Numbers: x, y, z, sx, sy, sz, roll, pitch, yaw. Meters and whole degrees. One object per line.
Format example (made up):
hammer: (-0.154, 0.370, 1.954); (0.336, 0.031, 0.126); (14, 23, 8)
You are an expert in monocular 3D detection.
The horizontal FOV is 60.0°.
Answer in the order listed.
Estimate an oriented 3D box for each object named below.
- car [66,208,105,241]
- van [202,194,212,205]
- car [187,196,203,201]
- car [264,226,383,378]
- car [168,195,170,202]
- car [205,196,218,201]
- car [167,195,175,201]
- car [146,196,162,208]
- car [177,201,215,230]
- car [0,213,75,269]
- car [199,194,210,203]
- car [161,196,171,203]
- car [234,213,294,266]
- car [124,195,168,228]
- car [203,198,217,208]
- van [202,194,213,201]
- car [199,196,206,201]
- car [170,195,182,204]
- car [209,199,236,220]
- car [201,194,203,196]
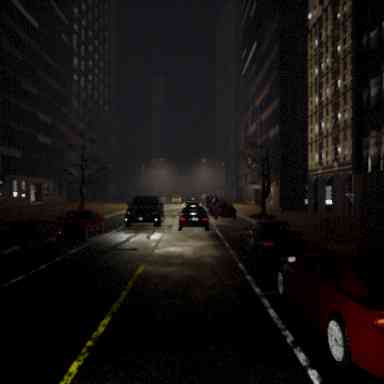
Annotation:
car: (-5.685, 1.556, 16.839); (1.887, 1.381, 4.507); (1, 0, 0)
van: (2.691, 1.370, 62.010); (1.690, 1.788, 3.998); (1, 0, 0)
car: (0.093, 1.572, 44.584); (2.033, 1.411, 5.357); (0, 0, 0)
car: (2.697, 1.549, 5.595); (1.887, 1.381, 4.507); (0, 0, 0)
car: (-5.692, 1.580, 61.983); (2.008, 1.369, 4.403); (1, 0, 0)
car: (2.694, 1.460, 33.803); (1.967, 1.590, 4.097); (1, 0, 0)
car: (-5.696, 1.584, 90.197); (2.008, 1.369, 4.403); (1, 0, 0)
car: (-5.689, 1.466, 50.697); (1.967, 1.590, 4.097); (1, 0, 0)
car: (0.098, 1.561, 21.036); (2.033, 1.411, 5.357); (0, 0, 0)
car: (-5.685, 1.590, 11.197); (1.802, 1.307, 4.206); (1, 0, 0)
car: (2.690, 1.346, 73.292); (2.192, 1.841, 5.009); (1, 0, 0)
car: (-5.694, 1.582, 73.268); (2.008, 1.369, 4.403); (1, 0, 0)
car: (2.695, 1.590, 11.236); (1.802, 1.307, 4.206); (0, 0, 0)
car: (-3.093, 1.235, 22.672); (2.150, 2.045, 5.566); (0, 0, 0)
car: (2.690, 1.577, 50.727); (2.008, 1.369, 4.403); (1, 0, 0)
van: (2.693, 1.366, 45.085); (1.690, 1.788, 3.998); (1, 0, 0)
car: (2.685, 1.615, 84.575); (1.802, 1.307, 4.206); (1, 0, 0)
car: (-3.010, 1.545, 65.788); (1.882, 1.535, 5.008); (0, 0, 0)
car: (2.693, 1.562, 28.161); (1.887, 1.381, 4.507); (1, 0, 0)
car: (2.692, 1.343, 56.368); (2.192, 1.841, 5.009); (1, 0, 0)
